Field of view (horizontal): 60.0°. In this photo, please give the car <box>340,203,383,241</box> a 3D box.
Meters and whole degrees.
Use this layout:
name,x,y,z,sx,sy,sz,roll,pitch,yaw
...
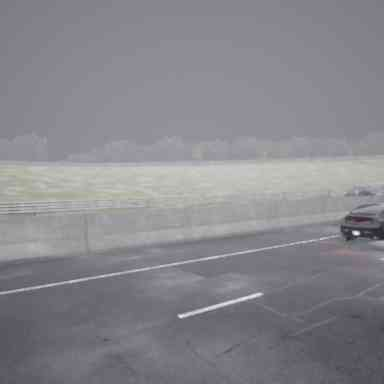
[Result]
name,x,y,z,sx,sy,sz,roll,pitch,yaw
car,8.061,1.210,13.711,4.892,1.490,1.837,-2,1,-35

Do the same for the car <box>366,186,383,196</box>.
name,x,y,z,sx,sy,sz,roll,pitch,yaw
car,25.214,0.091,43.124,4.902,1.511,2.128,-3,2,-35

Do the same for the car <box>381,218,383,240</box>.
name,x,y,z,sx,sy,sz,roll,pitch,yaw
car,7.144,1.354,8.801,4.181,1.385,1.994,-2,1,-35

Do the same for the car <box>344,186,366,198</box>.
name,x,y,z,sx,sy,sz,roll,pitch,yaw
car,22.937,-0.038,45.798,4.553,1.767,2.097,-3,2,-35
